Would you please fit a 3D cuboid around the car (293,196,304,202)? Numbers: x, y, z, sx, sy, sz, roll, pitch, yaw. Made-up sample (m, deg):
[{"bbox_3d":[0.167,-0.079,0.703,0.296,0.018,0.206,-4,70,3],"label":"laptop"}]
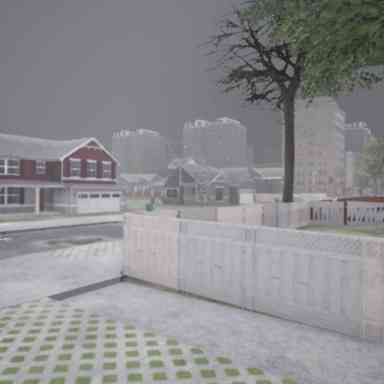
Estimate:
[{"bbox_3d":[14.267,1.309,46.622,2.128,1.511,4.902,0,0,35],"label":"car"}]
